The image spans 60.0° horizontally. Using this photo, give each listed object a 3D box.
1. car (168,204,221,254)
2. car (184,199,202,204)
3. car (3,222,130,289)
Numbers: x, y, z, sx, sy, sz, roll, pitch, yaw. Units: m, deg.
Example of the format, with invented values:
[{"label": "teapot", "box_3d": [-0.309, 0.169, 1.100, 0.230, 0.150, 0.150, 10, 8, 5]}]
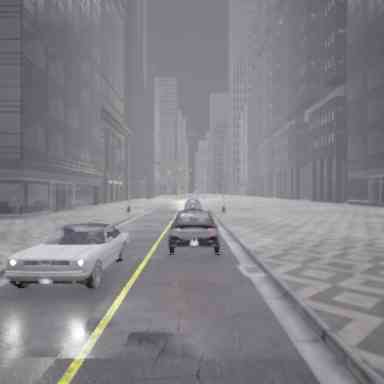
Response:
[{"label": "car", "box_3d": [0.081, 1.457, 13.256, 2.128, 1.511, 4.902, 0, 0, 0]}, {"label": "car", "box_3d": [0.095, 1.443, 36.834, 2.033, 1.411, 5.357, 0, 0, 0]}, {"label": "car", "box_3d": [-3.081, 1.576, 9.224, 1.895, 1.301, 4.718, 0, 0, 0]}]
